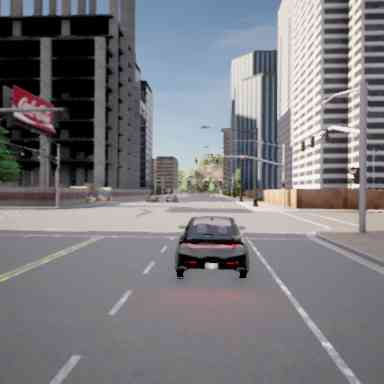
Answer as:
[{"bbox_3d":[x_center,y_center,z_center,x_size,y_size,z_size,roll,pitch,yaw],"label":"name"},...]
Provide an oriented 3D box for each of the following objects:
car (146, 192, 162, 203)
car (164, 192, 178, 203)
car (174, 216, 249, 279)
[{"bbox_3d":[-7.143,1.268,60.391,1.812,1.442,4.674,0,0,4],"label":"car"},{"bbox_3d":[-3.644,1.256,60.344,2.128,1.511,4.902,0,0,4],"label":"car"},{"bbox_3d":[0.594,1.460,9.966,2.128,1.511,4.902,0,0,4],"label":"car"}]
